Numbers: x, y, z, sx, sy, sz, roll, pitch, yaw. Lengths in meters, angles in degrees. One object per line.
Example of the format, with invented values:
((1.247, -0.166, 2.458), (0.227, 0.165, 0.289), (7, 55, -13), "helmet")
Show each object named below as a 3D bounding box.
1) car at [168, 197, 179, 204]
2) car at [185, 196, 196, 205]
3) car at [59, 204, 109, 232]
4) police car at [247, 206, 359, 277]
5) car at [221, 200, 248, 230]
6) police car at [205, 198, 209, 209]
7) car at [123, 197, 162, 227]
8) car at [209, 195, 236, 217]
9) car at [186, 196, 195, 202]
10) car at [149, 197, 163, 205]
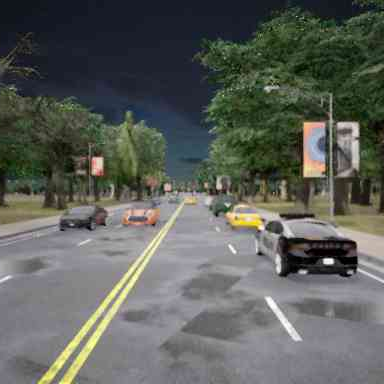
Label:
((-3.505, 1.697, 64.980), (1.994, 1.385, 4.181), (0, 0, 0), "car")
((-0.228, 1.617, 63.608), (1.882, 1.535, 5.008), (0, 0, 0), "car")
((-6.631, 1.531, 20.818), (1.882, 1.535, 5.008), (0, 0, 0), "car")
((3.240, 1.455, 10.494), (1.930, 1.638, 5.238), (0, 0, 0), "police car")
((3.218, 1.513, 21.580), (1.801, 1.575, 5.366), (0, 0, 0), "car")
((3.136, 1.611, 43.401), (2.038, 1.542, 4.974), (0, 0, 0), "police car")
((-3.387, 1.411, 23.024), (2.097, 1.767, 4.553), (0, 0, 0), "car")
((3.183, 1.303, 32.426), (2.150, 2.045, 5.566), (0, 0, 0), "car")
((-0.381, 1.668, 82.587), (2.128, 1.511, 4.902), (0, 0, -1), "car")
((-6.744, 1.684, 63.161), (2.033, 1.411, 5.357), (0, 0, 0), "car")
